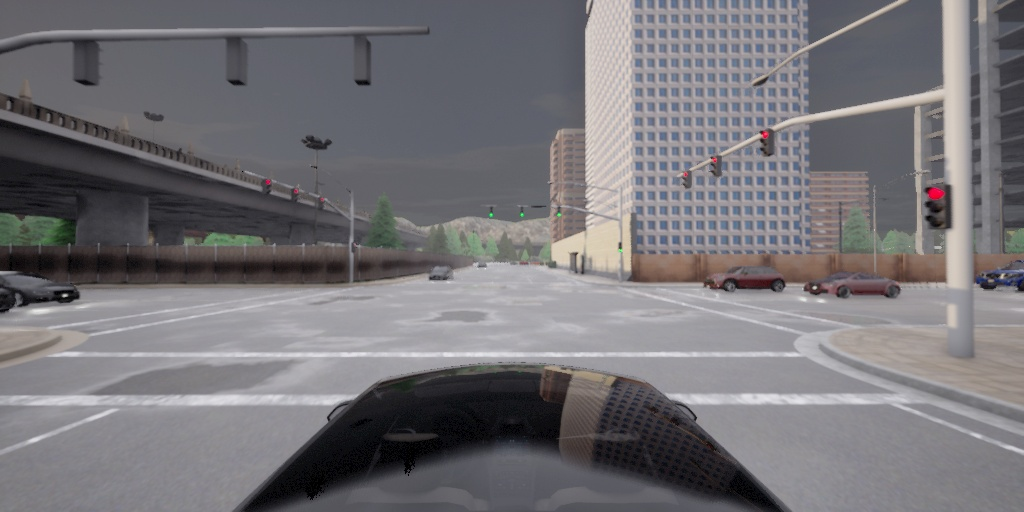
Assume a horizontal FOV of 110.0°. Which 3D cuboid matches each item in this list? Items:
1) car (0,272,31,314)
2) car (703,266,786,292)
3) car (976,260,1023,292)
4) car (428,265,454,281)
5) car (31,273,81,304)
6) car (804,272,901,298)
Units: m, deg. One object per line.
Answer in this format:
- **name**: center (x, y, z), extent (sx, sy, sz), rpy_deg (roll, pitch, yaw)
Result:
- **car**: center (-21.016, 1.417, 12.761), extent (5.008, 1.535, 1.882), rpy_deg (0, -1, 0)
- **car**: center (15.137, 1.422, 23.550), extent (4.553, 1.767, 2.097), rpy_deg (0, -1, 0)
- **car**: center (34.272, 1.292, 23.560), extent (5.566, 2.045, 2.150), rpy_deg (0, -1, 0)
- **car**: center (-7.010, 1.735, 35.772), extent (1.837, 1.490, 4.892), rpy_deg (0, 1, 0)
- **car**: center (-22.685, 1.482, 16.256), extent (4.892, 1.490, 1.837), rpy_deg (1, -1, 0)
- **car**: center (18.918, 1.591, 20.056), extent (4.181, 1.385, 1.994), rpy_deg (0, -1, 0)
